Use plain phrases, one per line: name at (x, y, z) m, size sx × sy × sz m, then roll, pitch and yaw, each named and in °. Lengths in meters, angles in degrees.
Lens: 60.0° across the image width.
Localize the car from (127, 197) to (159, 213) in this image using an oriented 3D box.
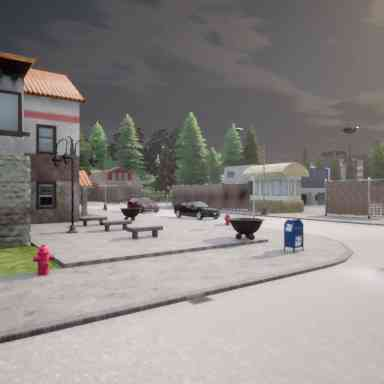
car at (-5.407, 1.352, 36.597) m, size 2.097 × 1.767 × 4.553 m, roll 0°, pitch 0°, yaw -35°

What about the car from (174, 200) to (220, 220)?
car at (0.348, 1.478, 28.480) m, size 1.882 × 1.535 × 5.008 m, roll 0°, pitch 0°, yaw -35°
